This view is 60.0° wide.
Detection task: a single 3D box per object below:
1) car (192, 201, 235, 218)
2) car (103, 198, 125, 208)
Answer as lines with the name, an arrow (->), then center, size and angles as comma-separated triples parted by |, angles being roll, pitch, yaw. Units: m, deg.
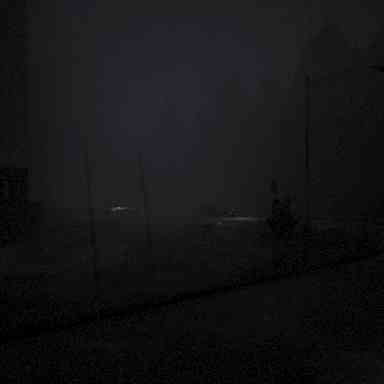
car -> 1.829, 1.517, 29.964 | 1.812, 1.442, 4.674 | 0, 0, -36
car -> -11.415, 1.556, 48.459 | 1.994, 1.385, 4.181 | 0, 0, -35
